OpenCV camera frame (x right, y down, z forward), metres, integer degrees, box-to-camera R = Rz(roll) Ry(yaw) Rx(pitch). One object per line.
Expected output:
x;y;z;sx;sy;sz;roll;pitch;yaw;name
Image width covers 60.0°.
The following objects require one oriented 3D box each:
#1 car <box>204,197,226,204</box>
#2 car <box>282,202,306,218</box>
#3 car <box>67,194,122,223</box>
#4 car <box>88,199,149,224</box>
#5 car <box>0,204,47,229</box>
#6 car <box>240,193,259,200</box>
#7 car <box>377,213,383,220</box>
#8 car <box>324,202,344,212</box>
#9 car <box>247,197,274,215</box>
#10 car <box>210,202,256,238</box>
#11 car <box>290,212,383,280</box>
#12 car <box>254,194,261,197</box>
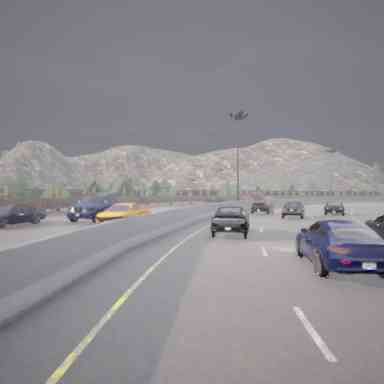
4.120;1.564;58.887;2.033;1.411;5.357;0;0;33;car
9.291;1.587;30.387;2.033;1.411;5.357;0;0;20;car
-7.111;1.191;25.263;2.150;2.045;5.566;0;0;15;car
-4.392;1.459;21.597;1.882;1.535;5.008;0;0;14;car
-11.646;1.497;21.343;2.033;1.411;5.357;0;0;12;car
11.179;1.268;62.650;2.150;2.045;5.566;0;0;37;car
8.388;1.541;13.277;1.837;1.490;4.892;0;0;9;car
14.966;1.665;34.916;1.895;1.301;4.718;0;0;24;car
7.514;1.537;35.213;1.837;1.490;4.892;0;0;22;car
2.162;1.501;17.922;2.128;1.511;4.902;0;0;11;car
4.380;1.545;9.984;1.812;1.442;4.674;0;0;7;car
13.323;1.583;59.693;1.812;1.442;4.674;0;0;37;car
